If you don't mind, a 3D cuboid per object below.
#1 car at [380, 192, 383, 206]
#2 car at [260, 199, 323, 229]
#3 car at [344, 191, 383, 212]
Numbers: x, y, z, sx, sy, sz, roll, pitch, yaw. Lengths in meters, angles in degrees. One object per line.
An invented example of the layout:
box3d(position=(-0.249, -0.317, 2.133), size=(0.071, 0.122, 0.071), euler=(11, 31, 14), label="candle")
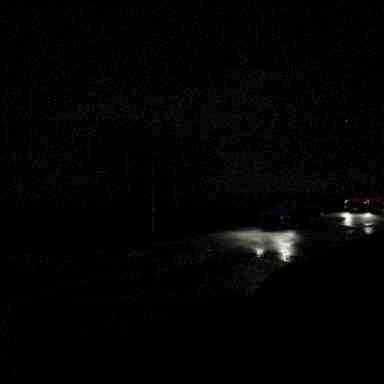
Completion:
box3d(position=(22.142, 0.707, 36.115), size=(1.994, 1.385, 4.181), euler=(-2, 0, 45), label="car")
box3d(position=(5.902, 1.181, 19.496), size=(1.882, 1.535, 5.008), euler=(-2, 0, 44), label="car")
box3d(position=(14.826, 0.755, 28.647), size=(2.097, 1.767, 4.553), euler=(-2, 0, 44), label="car")
